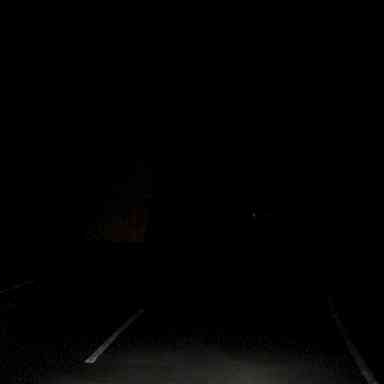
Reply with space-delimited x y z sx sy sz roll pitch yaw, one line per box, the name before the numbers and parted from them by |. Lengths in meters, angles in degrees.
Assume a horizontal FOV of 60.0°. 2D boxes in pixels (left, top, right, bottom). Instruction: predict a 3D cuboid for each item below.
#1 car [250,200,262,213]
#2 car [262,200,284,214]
car | 7.749 1.602 37.885 4.181 1.385 1.994 0 0 -38
car | 10.189 1.554 35.368 4.902 1.511 2.128 0 0 -38
